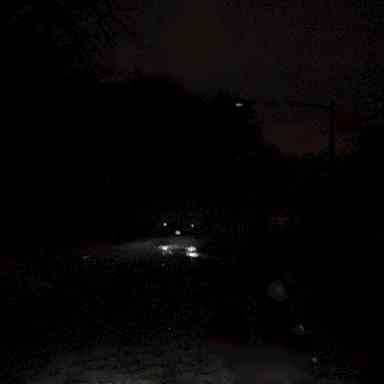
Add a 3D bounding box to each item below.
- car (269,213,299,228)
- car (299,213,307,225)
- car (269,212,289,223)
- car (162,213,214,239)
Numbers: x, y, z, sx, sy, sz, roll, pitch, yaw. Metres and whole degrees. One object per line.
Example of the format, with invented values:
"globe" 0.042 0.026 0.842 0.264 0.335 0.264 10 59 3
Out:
"car" 9.533 2.923 34.526 1.994 1.385 4.181 1 -3 24
"car" 13.817 3.489 43.548 1.837 1.490 4.892 1 -3 27
"car" 12.617 3.726 48.219 1.994 1.385 4.181 1 -3 26
"car" -0.106 1.843 18.912 1.895 1.301 4.718 2 -2 16
